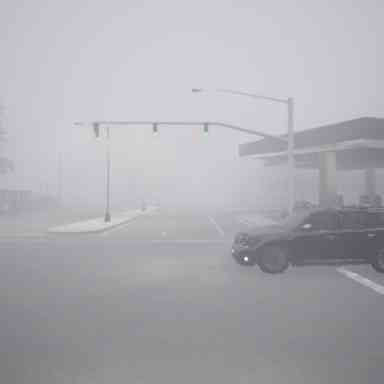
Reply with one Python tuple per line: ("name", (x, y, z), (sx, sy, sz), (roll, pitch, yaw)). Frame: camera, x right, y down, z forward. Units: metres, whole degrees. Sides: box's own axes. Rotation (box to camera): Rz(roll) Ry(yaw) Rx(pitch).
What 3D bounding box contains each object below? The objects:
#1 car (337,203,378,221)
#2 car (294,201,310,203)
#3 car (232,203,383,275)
("car", (15.582, 1.869, 31.564), (1.970, 1.475, 3.806), (0, -1, 1))
("car", (9.834, 1.696, 30.828), (2.242, 1.667, 4.611), (0, -1, 1))
("car", (4.069, 1.481, 10.496), (5.566, 2.045, 2.150), (0, -1, 0))
